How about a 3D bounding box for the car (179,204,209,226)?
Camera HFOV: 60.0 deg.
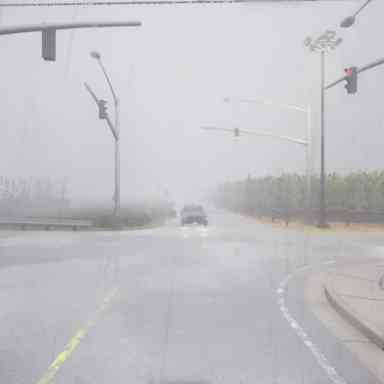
[{"bbox_3d":[0.076,1.591,23.748,2.033,1.411,5.357,0,0,-3],"label":"car"}]
